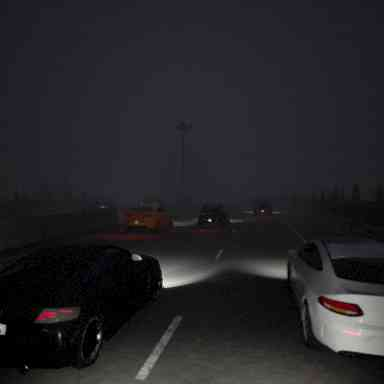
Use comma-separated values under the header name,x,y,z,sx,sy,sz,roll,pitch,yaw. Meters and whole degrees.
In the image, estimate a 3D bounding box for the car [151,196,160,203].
name,x,y,z,sx,sy,sz,roll,pitch,yaw
car,-8.412,1.739,75.489,1.882,1.535,5.008,0,0,-8

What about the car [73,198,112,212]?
name,x,y,z,sx,sy,sz,roll,pitch,yaw
car,-10.618,1.648,35.054,1.837,1.490,4.892,0,0,11

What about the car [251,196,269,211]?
name,x,y,z,sx,sy,sz,roll,pitch,yaw
car,8.968,1.461,44.073,2.097,1.767,4.553,0,0,9

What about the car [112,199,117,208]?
name,x,y,z,sx,sy,sz,roll,pitch,yaw
car,-12.084,1.661,46.319,1.882,1.535,5.008,0,0,9

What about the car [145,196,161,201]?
name,x,y,z,sx,sy,sz,roll,pitch,yaw
car,-5.343,1.508,44.387,2.097,1.767,4.553,0,0,9

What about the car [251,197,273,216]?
name,x,y,z,sx,sy,sz,roll,pitch,yaw
car,7.234,1.587,34.119,1.837,1.490,4.892,0,-1,11

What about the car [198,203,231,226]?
name,x,y,z,sx,sy,sz,roll,pitch,yaw
car,1.635,1.573,23.798,1.837,1.490,4.892,0,0,11

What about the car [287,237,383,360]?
name,x,y,z,sx,sy,sz,roll,pitch,yaw
car,2.787,1.534,5.947,1.812,1.442,4.674,0,0,11

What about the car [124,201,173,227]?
name,x,y,z,sx,sy,sz,roll,pitch,yaw
car,-2.551,1.550,20.707,1.882,1.535,5.008,0,-1,11

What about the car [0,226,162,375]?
name,x,y,z,sx,sy,sz,roll,pitch,yaw
car,-1.939,1.587,5.896,1.994,1.385,4.181,0,0,11
